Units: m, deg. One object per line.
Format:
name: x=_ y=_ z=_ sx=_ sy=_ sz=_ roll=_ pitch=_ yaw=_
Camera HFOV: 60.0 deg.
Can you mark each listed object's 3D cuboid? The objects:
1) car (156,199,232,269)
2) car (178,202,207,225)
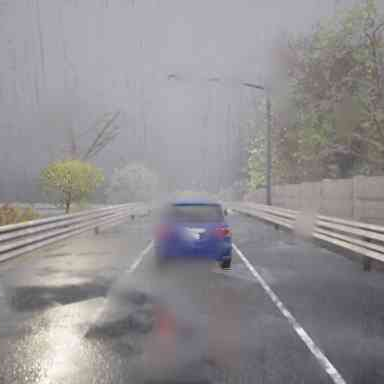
car: x=0.064 y=1.225 z=11.290 sx=2.150 sy=2.045 sz=5.566 roll=0 pitch=0 yaw=0
car: x=0.067 y=1.570 z=25.547 sx=2.033 sy=1.411 sz=5.357 roll=0 pitch=0 yaw=1
